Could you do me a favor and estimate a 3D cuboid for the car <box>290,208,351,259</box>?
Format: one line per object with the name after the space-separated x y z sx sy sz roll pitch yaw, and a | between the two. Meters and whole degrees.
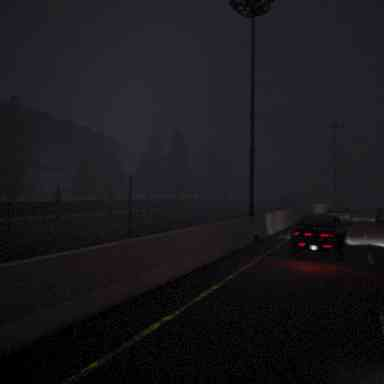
5.229 1.628 13.448 1.837 1.490 4.892 0 0 27 | car

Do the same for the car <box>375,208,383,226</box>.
14.934 1.876 25.097 1.895 1.301 4.718 0 0 28 | car

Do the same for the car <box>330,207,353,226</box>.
11.799 1.855 26.654 1.895 1.301 4.718 0 0 28 | car
